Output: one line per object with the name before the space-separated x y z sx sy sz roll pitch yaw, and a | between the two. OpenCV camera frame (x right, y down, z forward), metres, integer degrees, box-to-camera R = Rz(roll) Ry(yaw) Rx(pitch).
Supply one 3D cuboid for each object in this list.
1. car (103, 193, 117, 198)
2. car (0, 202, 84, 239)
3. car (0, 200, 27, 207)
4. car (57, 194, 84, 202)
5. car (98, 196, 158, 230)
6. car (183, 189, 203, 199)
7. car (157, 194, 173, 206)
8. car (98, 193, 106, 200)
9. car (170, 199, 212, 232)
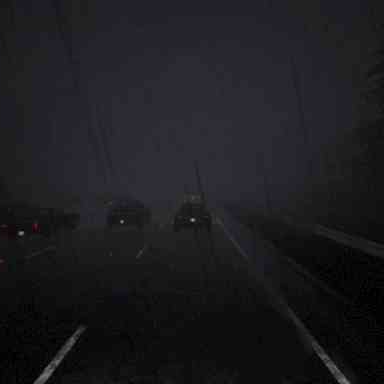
car | -6.921 1.058 33.280 2.033 1.411 5.357 0 1 0
car | -6.964 1.367 15.813 1.895 1.301 4.718 0 1 1
car | -10.439 1.224 19.117 1.837 1.490 4.892 0 1 0
car | -13.913 0.943 38.301 1.837 1.490 4.892 0 1 0
car | -3.440 1.215 18.828 2.128 1.511 4.902 0 1 0
car | 0.091 0.642 39.480 2.150 2.045 5.566 0 1 0
car | -3.411 0.967 40.623 1.994 1.385 4.181 0 1 0
car | -10.409 0.857 42.172 1.882 1.535 5.008 0 1 0
car | 0.053 1.296 18.202 1.994 1.385 4.181 0 1 0
